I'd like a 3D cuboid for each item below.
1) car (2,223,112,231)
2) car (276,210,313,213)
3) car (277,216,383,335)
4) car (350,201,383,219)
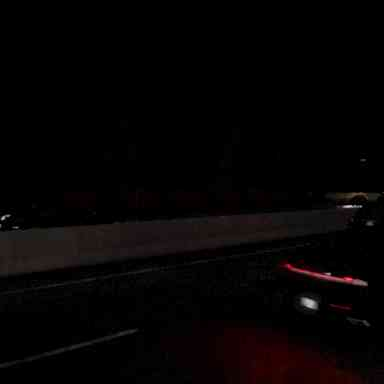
[{"bbox_3d":[-6.436,1.476,16.600,4.892,1.490,1.837,0,0,-36],"label":"car"},{"bbox_3d":[7.030,1.481,21.958,4.718,1.301,1.895,0,0,-36],"label":"car"},{"bbox_3d":[3.749,1.449,6.434,4.902,1.511,2.128,-1,0,-35],"label":"car"},{"bbox_3d":[8.691,1.254,14.247,4.553,1.767,2.097,-1,0,-36],"label":"car"}]
